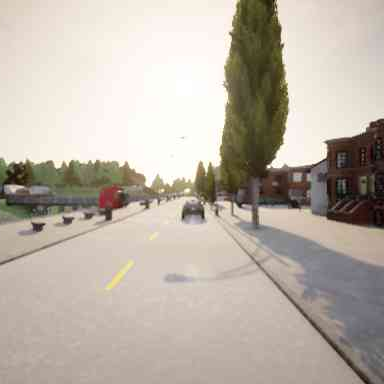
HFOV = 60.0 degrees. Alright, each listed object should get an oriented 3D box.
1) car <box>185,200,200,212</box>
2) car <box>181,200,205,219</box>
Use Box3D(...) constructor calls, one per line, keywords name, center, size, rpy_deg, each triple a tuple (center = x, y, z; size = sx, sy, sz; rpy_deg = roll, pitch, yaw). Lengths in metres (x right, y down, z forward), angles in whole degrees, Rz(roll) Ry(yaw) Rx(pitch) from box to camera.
Box3D(name="car", center=(0.108, 1.722, 42.119), size=(1.812, 1.442, 4.674), rpy_deg=(0, 0, 0))
Box3D(name="car", center=(0.106, 1.497, 31.044), size=(2.097, 1.767, 4.553), rpy_deg=(0, 0, 0))
